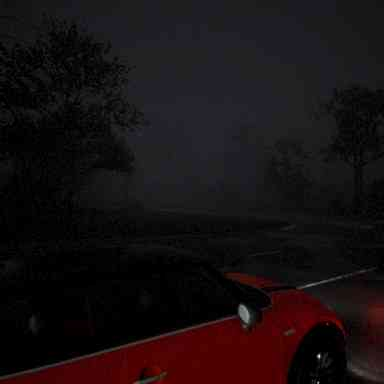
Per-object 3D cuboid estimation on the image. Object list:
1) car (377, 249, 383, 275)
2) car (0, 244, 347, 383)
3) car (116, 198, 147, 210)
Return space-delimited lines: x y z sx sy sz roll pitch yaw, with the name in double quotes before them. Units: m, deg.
"car" 6.788 1.600 8.550 4.718 1.301 1.895 0 0 -36
"car" -0.418 1.352 3.421 4.553 1.767 2.097 0 0 -35
"car" -8.064 1.576 43.917 4.902 1.511 2.128 -1 0 42
